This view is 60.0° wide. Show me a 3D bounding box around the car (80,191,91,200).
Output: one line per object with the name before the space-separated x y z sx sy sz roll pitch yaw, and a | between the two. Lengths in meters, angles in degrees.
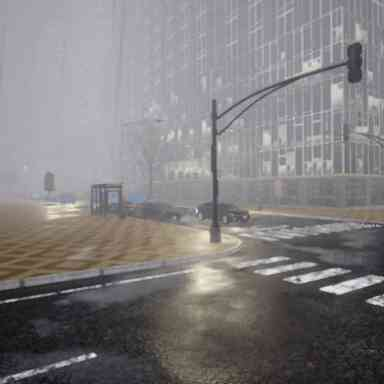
car | -21.091 0.687 68.064 2.192 1.841 5.009 0 1 -34

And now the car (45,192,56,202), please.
car | -24.805 1.087 58.647 2.008 1.369 4.403 0 1 -34

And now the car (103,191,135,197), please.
car | -9.461 0.941 40.773 2.150 2.045 5.566 -1 1 -34

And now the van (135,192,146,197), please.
van | -8.266 0.927 49.293 1.690 1.788 3.998 0 1 -34

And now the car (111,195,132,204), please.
car | -11.472 1.115 53.988 1.802 1.307 4.206 0 1 -34

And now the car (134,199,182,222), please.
car | -2.467 1.469 25.725 1.947 1.339 4.313 0 1 -34

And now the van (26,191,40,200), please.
van | -34.423 0.717 72.724 1.690 1.788 3.998 0 1 -34

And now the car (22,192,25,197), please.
car | -37.629 0.762 77.417 1.967 1.590 4.097 0 1 -34

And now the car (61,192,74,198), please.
car | -30.710 0.762 82.144 2.008 1.369 4.403 0 1 -34

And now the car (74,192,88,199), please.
car | -24.298 0.759 72.758 1.967 1.590 4.097 0 1 -34

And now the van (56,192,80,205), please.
van | -18.391 0.985 49.259 1.690 1.788 3.998 0 1 -34

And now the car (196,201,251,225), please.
car | 2.137 1.411 23.771 1.837 1.490 4.892 -1 1 -34

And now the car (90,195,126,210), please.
car | -8.818 1.366 35.155 1.947 1.339 4.313 0 1 -34

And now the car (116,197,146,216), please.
car | -5.660 1.434 30.430 1.802 1.307 4.206 0 1 -34
